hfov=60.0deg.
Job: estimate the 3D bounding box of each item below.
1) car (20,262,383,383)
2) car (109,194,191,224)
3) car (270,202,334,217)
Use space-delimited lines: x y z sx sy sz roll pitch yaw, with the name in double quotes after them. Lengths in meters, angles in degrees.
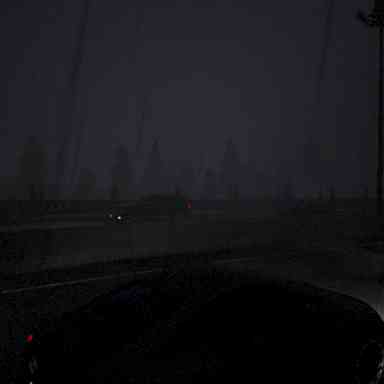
0.390 1.555 3.791 4.181 1.385 1.994 0 0 -34 "car"
-2.725 1.179 22.590 5.566 2.045 2.150 0 0 -29 "car"
7.913 1.481 23.894 4.902 1.511 2.128 0 0 -23 "car"
